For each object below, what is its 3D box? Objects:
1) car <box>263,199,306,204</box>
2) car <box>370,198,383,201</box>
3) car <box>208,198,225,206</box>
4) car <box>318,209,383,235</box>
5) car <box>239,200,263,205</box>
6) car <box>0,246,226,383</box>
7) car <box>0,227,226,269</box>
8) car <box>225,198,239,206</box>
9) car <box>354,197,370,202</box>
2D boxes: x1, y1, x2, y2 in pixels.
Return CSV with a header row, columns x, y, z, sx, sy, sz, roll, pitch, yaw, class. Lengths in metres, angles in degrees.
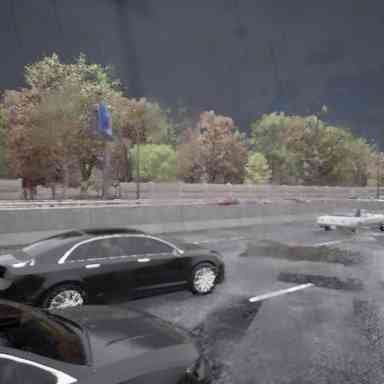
x,y,z,sx,sy,sz,roll,pitch,yaw,class
9.457,1.507,32.212,4.892,1.490,1.837,0,0,-35,car
33.559,1.667,57.872,4.718,1.301,1.895,0,0,-35,car
4.172,1.480,41.332,5.008,1.535,1.882,0,0,-35,car
9.338,1.597,18.994,4.718,1.301,1.895,0,0,-36,car
7.600,1.602,35.185,4.718,1.301,1.895,0,0,-35,car
-2.068,1.505,2.276,4.892,1.490,1.837,0,0,-35,car
-1.452,1.504,7.007,4.892,1.490,1.837,0,0,-35,car
6.315,1.566,38.561,4.181,1.385,1.994,0,0,-35,car
31.682,1.646,60.832,4.718,1.301,1.895,0,0,-35,car
